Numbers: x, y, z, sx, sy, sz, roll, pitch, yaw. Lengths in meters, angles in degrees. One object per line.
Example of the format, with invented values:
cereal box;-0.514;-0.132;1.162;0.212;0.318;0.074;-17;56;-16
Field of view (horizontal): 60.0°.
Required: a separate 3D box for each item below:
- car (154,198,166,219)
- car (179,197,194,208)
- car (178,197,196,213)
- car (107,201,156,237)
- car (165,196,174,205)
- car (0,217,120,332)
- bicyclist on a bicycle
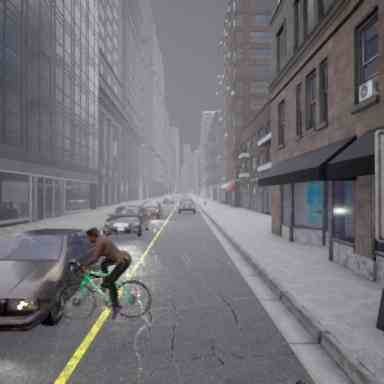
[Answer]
car;-3.577;1.524;29.140;1.812;1.442;4.674;0;0;0
car;-0.776;1.491;48.587;2.128;1.511;4.902;0;0;-1
car;-0.549;1.546;36.479;2.033;1.411;5.357;0;0;-1
car;-3.409;1.490;18.117;2.128;1.511;4.902;0;0;-1
car;-4.152;1.530;59.528;1.812;1.442;4.674;0;0;-1
car;-3.217;1.548;7.352;2.033;1.411;5.357;0;0;-1
bicyclist on a bicycle;-1.552;1.451;5.853;1.656;1.620;0.582;-2;0;-1
